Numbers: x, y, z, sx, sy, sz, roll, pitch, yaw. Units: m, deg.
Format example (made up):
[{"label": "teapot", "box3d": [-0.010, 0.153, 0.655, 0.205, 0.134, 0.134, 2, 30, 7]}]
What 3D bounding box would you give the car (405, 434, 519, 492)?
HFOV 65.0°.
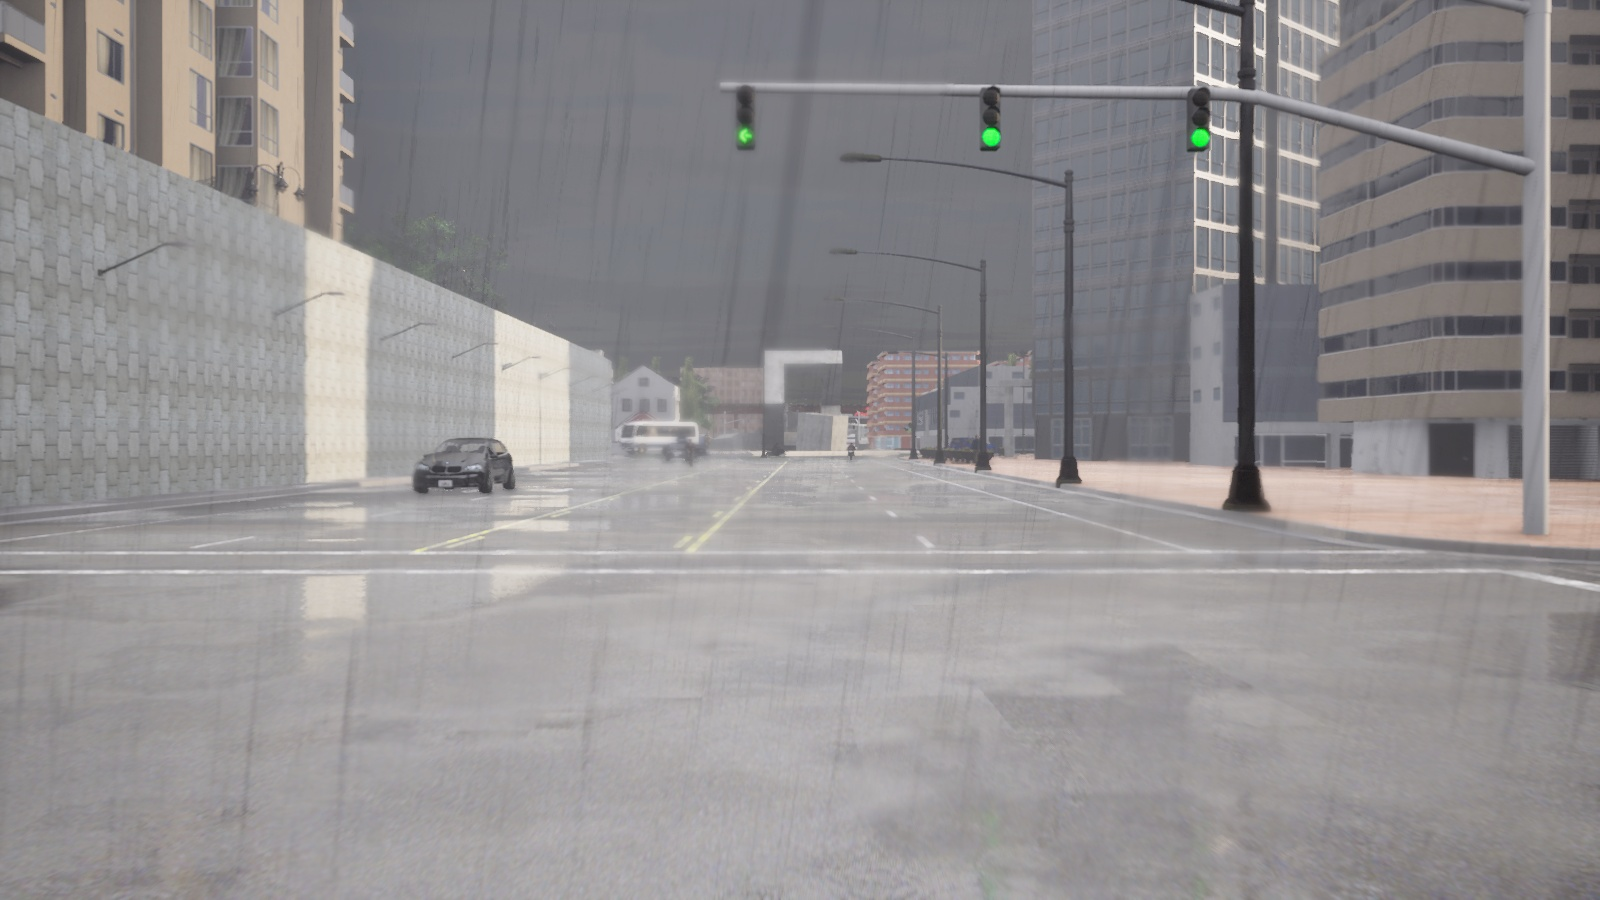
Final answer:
[{"label": "car", "box3d": [-10.266, 0.365, 38.532, 2.242, 1.667, 4.611, 0, 0, 0]}]
